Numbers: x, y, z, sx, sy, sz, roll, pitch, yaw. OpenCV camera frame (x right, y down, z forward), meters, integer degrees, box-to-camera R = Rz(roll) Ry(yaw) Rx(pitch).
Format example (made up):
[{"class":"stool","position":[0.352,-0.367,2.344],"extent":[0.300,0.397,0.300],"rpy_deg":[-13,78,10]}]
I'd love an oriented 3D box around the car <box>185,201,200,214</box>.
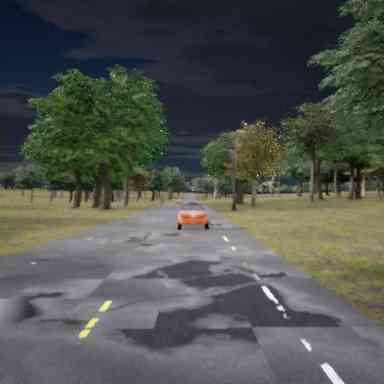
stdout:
[{"class":"car","position":[0.055,1.940,42.498],"extent":[1.812,1.442,4.674],"rpy_deg":[0,0,0]}]

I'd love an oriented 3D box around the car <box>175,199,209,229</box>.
[{"class":"car","position":[0.075,1.577,23.824],"extent":[2.097,1.767,4.553],"rpy_deg":[0,-1,0]}]
